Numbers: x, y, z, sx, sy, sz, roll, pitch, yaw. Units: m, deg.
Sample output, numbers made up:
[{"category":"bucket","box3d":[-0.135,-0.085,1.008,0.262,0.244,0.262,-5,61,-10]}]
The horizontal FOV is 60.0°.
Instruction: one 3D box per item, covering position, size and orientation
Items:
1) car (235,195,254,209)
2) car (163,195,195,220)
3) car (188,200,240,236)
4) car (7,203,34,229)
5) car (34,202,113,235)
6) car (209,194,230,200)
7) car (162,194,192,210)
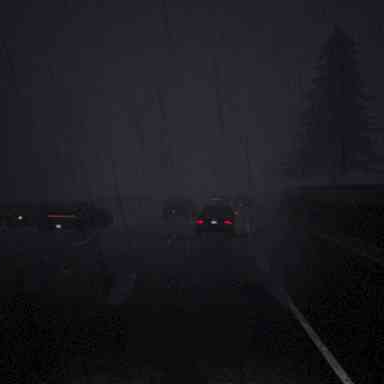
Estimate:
[{"category":"car","box3d":[5.981,1.088,38.154,1.837,1.490,4.892,0,1,17]},{"category":"car","box3d":[-0.810,1.194,25.427,1.882,1.535,5.008,0,0,11]},{"category":"car","box3d":[1.306,1.358,17.114,2.033,1.411,5.357,0,1,8]},{"category":"car","box3d":[-8.866,1.332,19.743,1.994,1.385,4.181,0,1,8]},{"category":"car","box3d":[-5.671,1.291,17.296,2.128,1.511,4.902,0,1,7]},{"category":"car","box3d":[3.505,1.031,41.856,2.128,1.511,4.902,0,1,18]},{"category":"car","box3d":[-1.614,1.062,37.153,1.882,1.535,5.008,0,1,15]}]
